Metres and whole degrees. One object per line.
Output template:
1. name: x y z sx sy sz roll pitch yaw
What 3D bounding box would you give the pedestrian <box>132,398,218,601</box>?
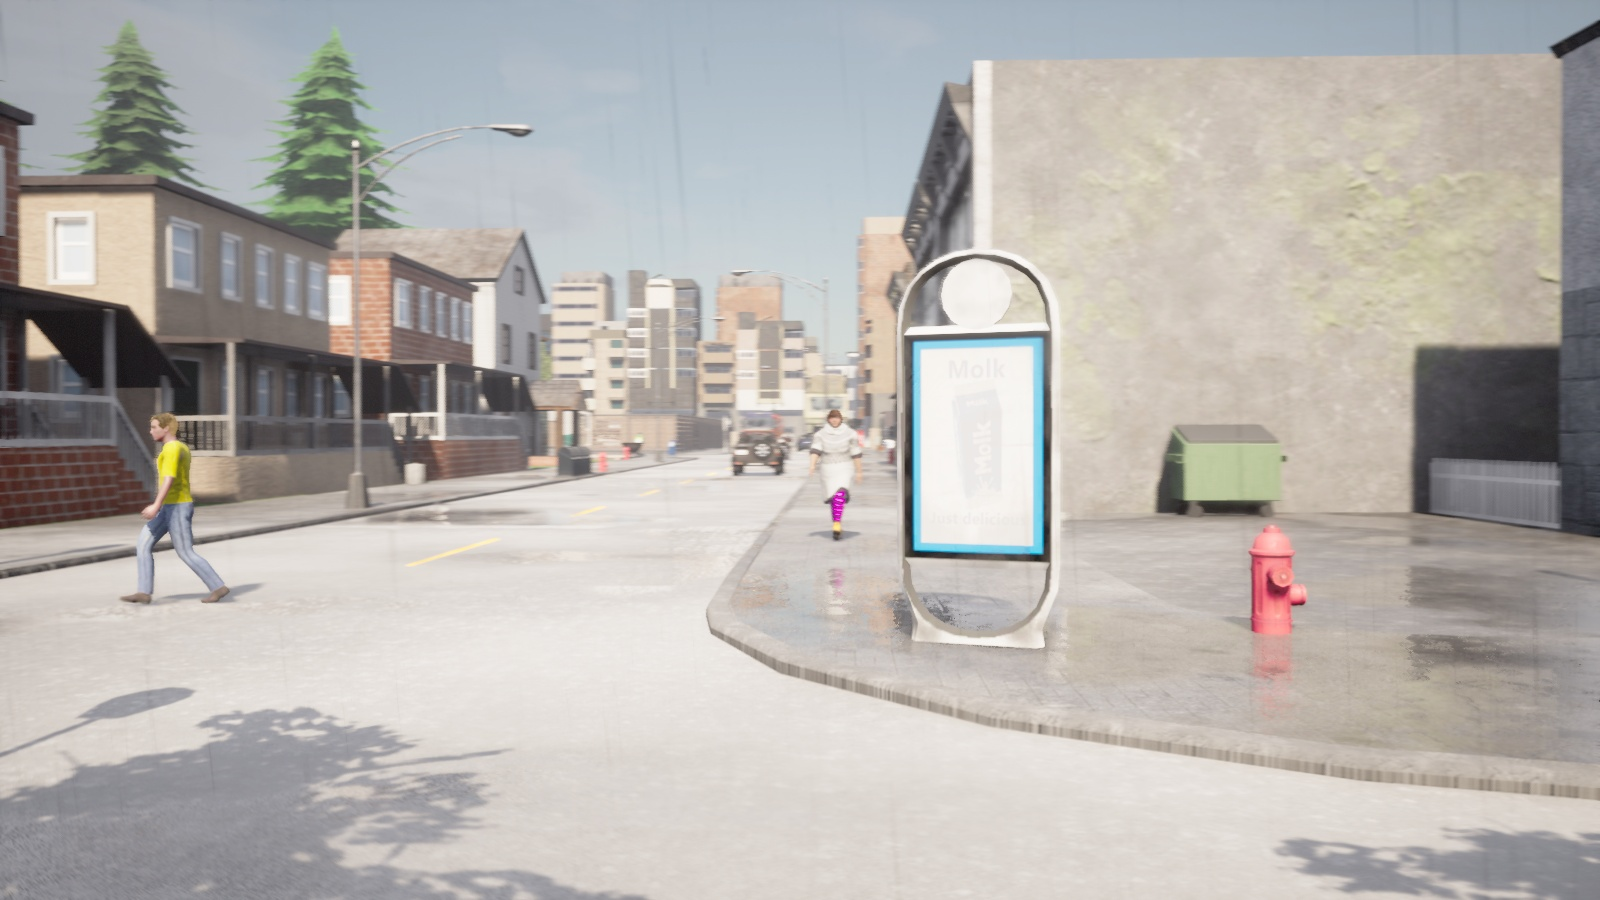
1. pedestrian: -5.798 0.445 11.672 0.706 1.836 0.354 0 1 -24

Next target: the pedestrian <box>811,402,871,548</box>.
1. pedestrian: 0.571 0.326 17.350 0.659 1.952 0.873 0 1 14

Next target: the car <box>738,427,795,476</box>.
1. car: -1.282 0.028 49.432 1.932 1.855 4.605 0 1 2
